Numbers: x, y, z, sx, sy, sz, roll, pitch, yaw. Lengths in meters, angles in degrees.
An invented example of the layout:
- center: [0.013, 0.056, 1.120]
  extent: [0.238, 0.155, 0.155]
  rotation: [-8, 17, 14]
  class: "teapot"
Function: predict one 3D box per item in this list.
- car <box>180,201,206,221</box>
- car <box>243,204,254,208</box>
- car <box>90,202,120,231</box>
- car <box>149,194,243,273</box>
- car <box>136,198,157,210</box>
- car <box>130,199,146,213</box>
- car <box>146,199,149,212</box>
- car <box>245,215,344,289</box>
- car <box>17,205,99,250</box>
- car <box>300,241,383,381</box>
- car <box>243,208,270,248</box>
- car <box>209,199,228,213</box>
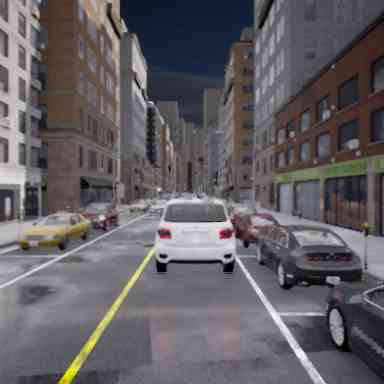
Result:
- center: [0.094, 1.541, 27.691]
  extent: [1.994, 1.385, 4.181]
  rotation: [0, 0, 0]
  class: "car"
- center: [2.862, 1.423, 19.978]
  extent: [1.967, 1.590, 4.097]
  rotation: [0, 0, 0]
  class: "car"
- center: [-5.663, 1.423, 19.982]
  extent: [1.967, 1.590, 4.097]
  rotation: [0, 0, 0]
  class: "car"
- center: [0.087, 1.210, 10.832]
  extent: [2.150, 2.045, 5.566]
  rotation: [0, 0, 0]
  class: "car"
- center: [-5.656, 1.520, 42.084]
  extent: [2.008, 1.369, 4.403]
  rotation: [0, 0, 0]
  class: "car"
- center: [-5.658, 1.497, 36.389]
  extent: [1.752, 1.417, 4.829]
  rotation: [0, 0, 0]
  class: "car"
- center: [-3.082, 1.499, 32.832]
  extent: [1.812, 1.442, 4.674]
  rotation: [0, 0, 0]
  class: "car"
- center: [2.859, 1.543, 8.927]
  extent: [2.008, 1.369, 4.403]
  rotation: [0, 0, 0]
  class: "car"
- center: [-5.665, 1.513, 14.286]
  extent: [1.752, 1.417, 4.829]
  rotation: [0, 0, 0]
  class: "car"
- center: [2.857, 1.548, 3.401]
  extent: [2.008, 1.369, 4.403]
  rotation: [0, 0, 0]
  class: "car"
- center: [2.861, 1.569, 14.453]
  extent: [1.802, 1.307, 4.206]
  rotation: [0, 0, 0]
  class: "car"
- center: [2.868, 1.497, 36.726]
  extent: [1.752, 1.417, 4.829]
  rotation: [0, 0, 0]
  class: "car"
